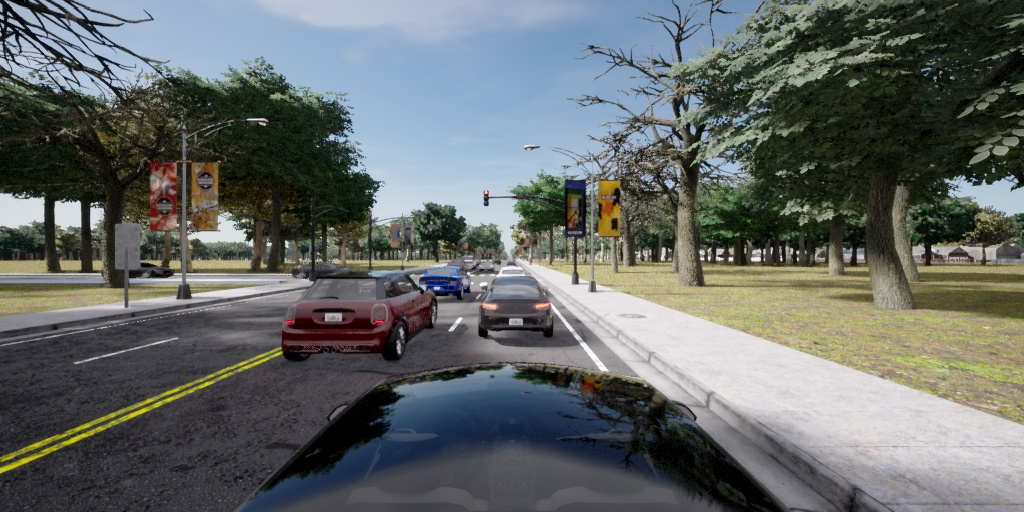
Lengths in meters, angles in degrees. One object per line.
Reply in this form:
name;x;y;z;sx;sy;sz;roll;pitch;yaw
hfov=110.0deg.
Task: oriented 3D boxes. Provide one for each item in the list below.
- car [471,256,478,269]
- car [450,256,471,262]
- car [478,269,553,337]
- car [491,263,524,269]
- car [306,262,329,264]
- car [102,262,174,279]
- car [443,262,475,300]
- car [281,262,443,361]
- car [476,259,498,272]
car;-6.692;0.994;54.294;2.150;2.045;5.566;0;0;-1
car;-6.673;1.116;43.611;2.097;1.767;4.553;0;0;0
car;0.086;1.276;10.154;1.812;1.442;4.674;0;0;0
car;0.033;1.279;19.257;1.812;1.442;4.674;0;0;0
car;-15.799;1.249;30.177;4.892;1.490;1.837;0;0;-3
car;-31.193;1.227;29.970;4.892;1.490;1.837;0;0;0
car;-3.179;1.230;17.778;1.882;1.535;5.008;0;0;1
car;-3.162;1.103;8.450;2.097;1.767;4.553;0;0;0
car;-3.143;1.366;45.761;1.895;1.301;4.718;0;0;-1
